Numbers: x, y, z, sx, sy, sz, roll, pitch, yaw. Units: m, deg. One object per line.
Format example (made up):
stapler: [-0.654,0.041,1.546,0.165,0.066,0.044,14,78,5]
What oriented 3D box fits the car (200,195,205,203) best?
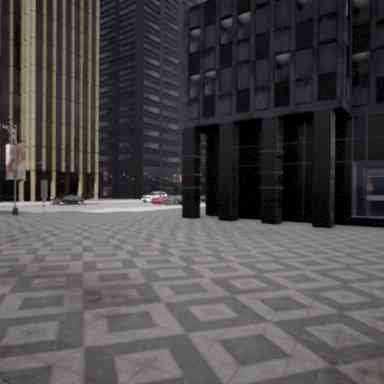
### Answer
car: [3.954,1.293,60.302,1.882,1.535,5.008,1,0,36]

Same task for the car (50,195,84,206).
car: [-17.640,1.186,47.115,1.837,1.490,4.892,1,0,36]

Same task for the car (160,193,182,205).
car: [-2.170,1.290,51.700,2.128,1.511,4.902,1,0,36]

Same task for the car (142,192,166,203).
car: [-6.897,1.037,61.907,2.150,2.045,5.566,1,0,36]

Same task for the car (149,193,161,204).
car: [-4.437,1.332,54.101,1.994,1.385,4.181,1,0,36]

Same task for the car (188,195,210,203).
car: [1.315,1.308,62.200,1.812,1.442,4.674,1,0,36]
